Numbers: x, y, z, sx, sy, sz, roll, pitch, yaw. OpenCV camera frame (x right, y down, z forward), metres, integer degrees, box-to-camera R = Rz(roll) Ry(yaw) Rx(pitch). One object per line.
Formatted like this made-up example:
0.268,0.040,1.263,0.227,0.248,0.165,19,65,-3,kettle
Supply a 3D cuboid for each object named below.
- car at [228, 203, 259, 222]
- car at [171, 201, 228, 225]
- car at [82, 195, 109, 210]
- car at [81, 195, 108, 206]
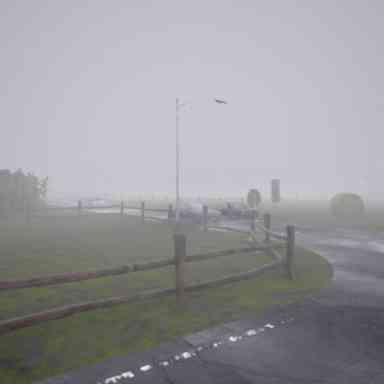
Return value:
2.661,1.455,25.065,1.895,1.301,4.718,-1,1,-37,car
0.116,1.412,23.442,1.812,1.442,4.674,-1,1,-36,car
-11.449,1.350,39.402,1.895,1.301,4.718,-1,1,-36,car
-14.120,1.203,47.996,2.033,1.411,5.357,-1,1,-35,car
